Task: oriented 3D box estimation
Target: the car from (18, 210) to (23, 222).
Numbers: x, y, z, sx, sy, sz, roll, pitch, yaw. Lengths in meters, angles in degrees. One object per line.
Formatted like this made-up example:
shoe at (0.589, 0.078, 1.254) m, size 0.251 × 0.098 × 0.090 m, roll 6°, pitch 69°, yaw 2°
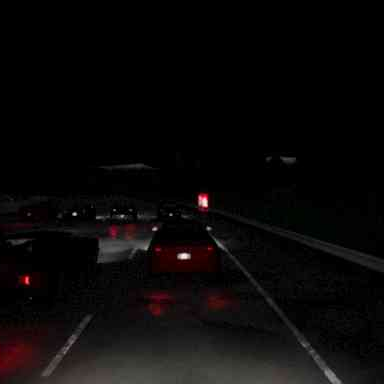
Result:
car at (-7.279, 1.509, 9.762) m, size 2.128 × 1.511 × 4.902 m, roll 0°, pitch 0°, yaw -3°

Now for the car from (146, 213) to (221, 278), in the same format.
car at (-0.301, 1.566, 10.252) m, size 1.994 × 1.385 × 4.181 m, roll 0°, pitch 0°, yaw -3°

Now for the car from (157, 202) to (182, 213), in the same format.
car at (-1.869, 1.534, 27.069) m, size 1.812 × 1.442 × 4.674 m, roll 0°, pitch 0°, yaw -7°

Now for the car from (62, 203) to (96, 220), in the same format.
car at (-8.832, 1.587, 26.299) m, size 1.994 × 1.385 × 4.181 m, roll 0°, pitch 0°, yaw -7°

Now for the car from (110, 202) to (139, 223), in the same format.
car at (-5.250, 1.507, 25.945) m, size 2.128 × 1.511 × 4.902 m, roll 0°, pitch 0°, yaw -7°

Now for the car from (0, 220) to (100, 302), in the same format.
car at (-3.673, 1.610, 8.178) m, size 1.895 × 1.301 × 4.718 m, roll 0°, pitch 0°, yaw -2°

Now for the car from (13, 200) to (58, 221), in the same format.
car at (-12.478, 1.509, 27.244) m, size 1.882 × 1.535 × 5.008 m, roll 0°, pitch 0°, yaw -8°
